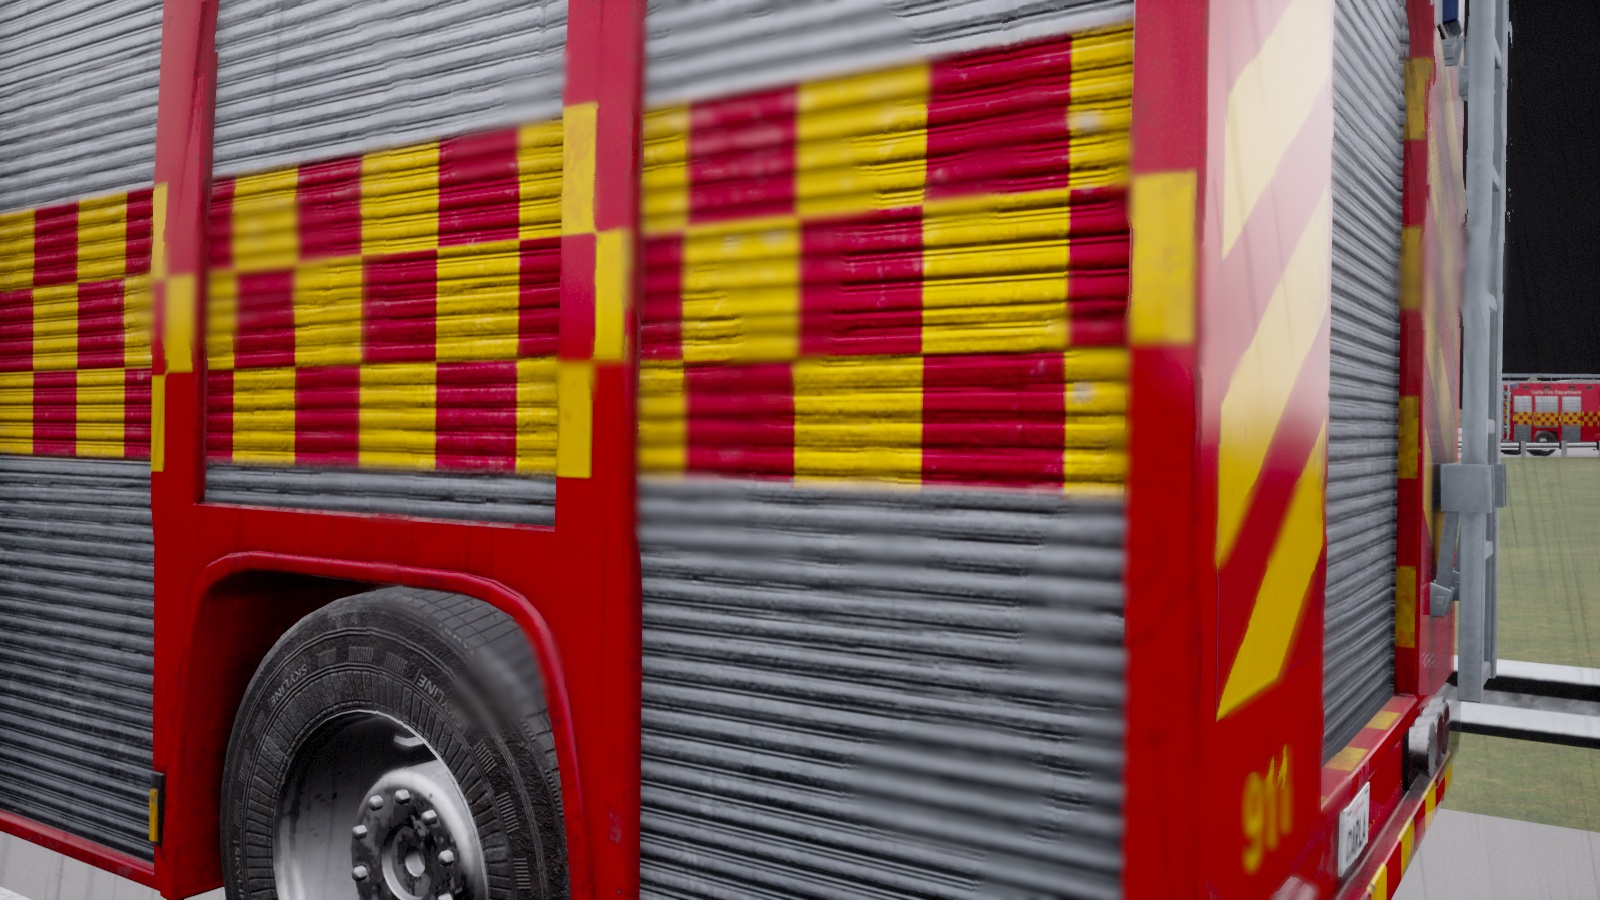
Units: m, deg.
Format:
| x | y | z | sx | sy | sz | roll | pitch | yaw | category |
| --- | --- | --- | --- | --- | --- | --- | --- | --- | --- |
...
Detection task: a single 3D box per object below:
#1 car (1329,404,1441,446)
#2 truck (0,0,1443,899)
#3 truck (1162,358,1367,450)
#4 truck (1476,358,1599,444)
| x | y | z | sx | sy | sz | roll | pitch | yaw | category |
| --- | --- | --- | --- | --- | --- | --- | --- | --- | --- |
| 28.368 | -1.209 | 60.934 | 4.605 | 1.855 | 1.932 | -1 | 1 | -7 | car |
| -2.278 | -0.484 | 5.143 | 8.468 | 3.827 | 2.891 | 0 | 1 | 34 | truck |
| 21.000 | -1.985 | 56.884 | 8.468 | 3.827 | 2.891 | -1 | 1 | 24 | truck |
| 36.681 | -2.316 | 58.954 | 8.468 | 3.827 | 2.891 | -1 | 1 | -5 | truck |
